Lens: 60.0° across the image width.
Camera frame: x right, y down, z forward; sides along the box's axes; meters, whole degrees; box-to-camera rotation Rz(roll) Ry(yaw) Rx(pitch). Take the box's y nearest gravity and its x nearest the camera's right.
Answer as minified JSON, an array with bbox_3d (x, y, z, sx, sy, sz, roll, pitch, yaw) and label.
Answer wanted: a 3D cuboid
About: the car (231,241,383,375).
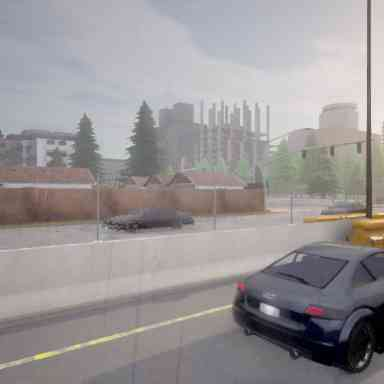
[{"bbox_3d":[2.684,1.564,5.654,4.181,1.385,1.994,0,0,-35],"label":"car"}]

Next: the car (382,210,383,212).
[{"bbox_3d":[15.136,1.350,23.238,4.553,1.767,2.097,0,0,-35],"label":"car"}]
